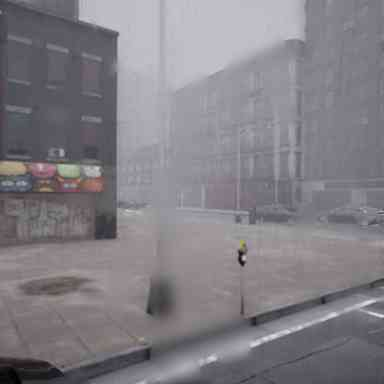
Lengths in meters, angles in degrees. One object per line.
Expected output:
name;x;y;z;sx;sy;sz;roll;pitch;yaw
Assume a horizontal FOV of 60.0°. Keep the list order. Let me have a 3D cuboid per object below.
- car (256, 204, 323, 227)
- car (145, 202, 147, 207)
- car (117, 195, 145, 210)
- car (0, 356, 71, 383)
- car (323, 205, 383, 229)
car;6.868;1.712;24.885;1.837;1.490;4.892;0;0;-35
car;-8.937;1.790;52.228;1.882;1.535;5.008;0;0;-35
car;-9.344;1.509;47.812;2.150;2.045;5.566;0;-1;-35
car;-2.540;1.552;1.004;4.313;1.339;1.947;1;0;-35
car;11.314;1.706;23.727;2.128;1.511;4.902;0;0;-35
